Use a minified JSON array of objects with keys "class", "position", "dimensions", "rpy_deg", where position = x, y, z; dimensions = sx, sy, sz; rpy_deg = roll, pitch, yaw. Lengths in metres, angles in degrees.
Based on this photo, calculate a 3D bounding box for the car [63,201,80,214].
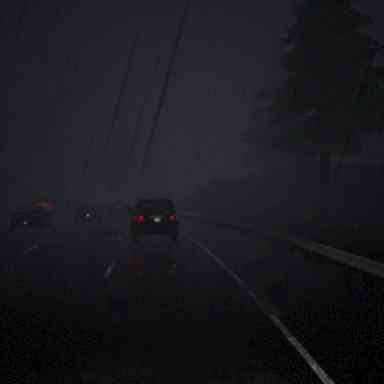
[{"class":"car","position":[-14.448,1.782,40.322],"dimensions":[2.128,1.511,4.902],"rpy_deg":[0,0,-28]}]

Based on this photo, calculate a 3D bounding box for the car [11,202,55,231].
[{"class":"car","position":[-10.604,1.659,22.183],"dimensions":[2.128,1.511,4.902],"rpy_deg":[0,0,-16]}]

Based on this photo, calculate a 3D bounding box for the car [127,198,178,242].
[{"class":"car","position":[-2.107,1.337,17.322],"dimensions":[2.150,2.045,5.566],"rpy_deg":[0,0,-12]}]

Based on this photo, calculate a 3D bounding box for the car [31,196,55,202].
[{"class":"car","position":[-16.425,1.496,36.752],"dimensions":[2.150,2.045,5.566],"rpy_deg":[0,0,-27]}]

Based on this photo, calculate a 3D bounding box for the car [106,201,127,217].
[{"class":"car","position":[-7.791,1.730,34.750],"dimensions":[2.128,1.511,4.902],"rpy_deg":[0,0,-24]}]

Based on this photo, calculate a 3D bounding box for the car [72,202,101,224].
[{"class":"car","position":[-8.572,1.756,27.186],"dimensions":[1.994,1.385,4.181],"rpy_deg":[0,-1,-19]}]
